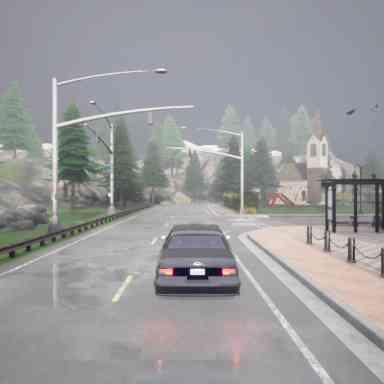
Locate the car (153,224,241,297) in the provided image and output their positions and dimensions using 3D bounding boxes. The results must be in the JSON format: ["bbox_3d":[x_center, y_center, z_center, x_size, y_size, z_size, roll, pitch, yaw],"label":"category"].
[{"bbox_3d":[0.103,1.547,8.762,2.033,1.411,5.357,0,0,0],"label":"car"}]
